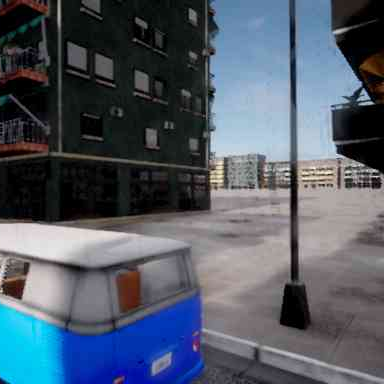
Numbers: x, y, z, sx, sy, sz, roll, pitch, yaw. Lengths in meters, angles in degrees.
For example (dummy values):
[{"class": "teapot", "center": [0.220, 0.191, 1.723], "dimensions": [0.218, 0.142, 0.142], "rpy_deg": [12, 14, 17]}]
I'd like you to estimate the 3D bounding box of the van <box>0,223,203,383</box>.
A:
[{"class": "van", "center": [-1.786, 1.354, 4.157], "dimensions": [3.998, 1.788, 1.690], "rpy_deg": [0, 0, 36]}]
